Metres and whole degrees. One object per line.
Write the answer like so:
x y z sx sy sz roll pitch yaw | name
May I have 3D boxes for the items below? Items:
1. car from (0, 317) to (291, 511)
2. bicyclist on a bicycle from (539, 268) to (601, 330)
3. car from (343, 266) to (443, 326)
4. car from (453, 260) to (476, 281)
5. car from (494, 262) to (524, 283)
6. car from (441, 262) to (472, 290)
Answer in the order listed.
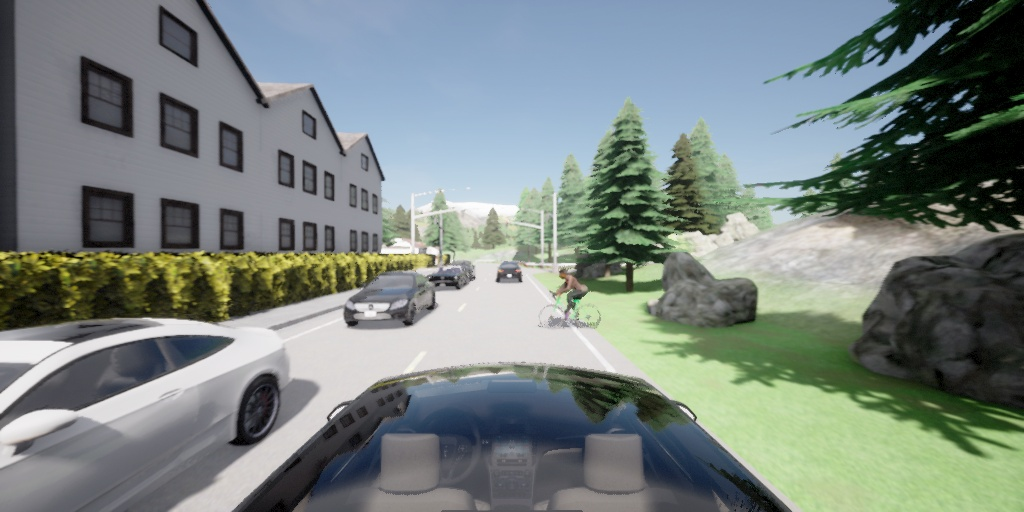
-3.577 1.288 2.572 1.812 1.442 4.674 0 0 -1 | car
1.522 1.154 9.480 1.656 1.620 0.582 -1 0 -1 | bicyclist on a bicycle
-3.698 1.239 11.666 1.812 1.442 4.674 0 0 0 | car
-3.810 1.046 27.413 1.837 1.490 4.892 0 0 -1 | car
-0.198 1.142 26.473 1.812 1.442 4.674 0 0 -1 | car
-3.797 1.259 21.751 1.895 1.301 4.718 0 0 0 | car
